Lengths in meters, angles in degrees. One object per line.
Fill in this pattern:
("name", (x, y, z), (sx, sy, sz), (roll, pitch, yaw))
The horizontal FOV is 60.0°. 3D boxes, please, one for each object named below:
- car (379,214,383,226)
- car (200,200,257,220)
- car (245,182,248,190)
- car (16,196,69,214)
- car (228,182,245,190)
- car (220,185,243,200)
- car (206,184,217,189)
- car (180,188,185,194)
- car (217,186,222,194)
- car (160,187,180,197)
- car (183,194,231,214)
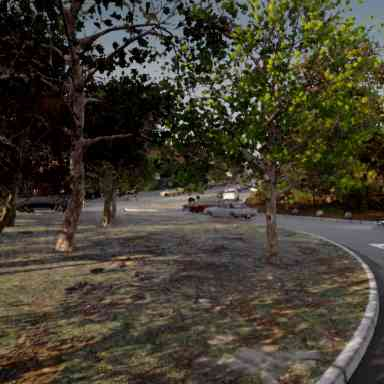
("car", (13.805, 1.505, 19.520), (4.892, 1.490, 1.837), (0, 1, 37))
("car", (3.099, 1.600, 28.116), (1.895, 1.301, 4.718), (0, 0, -39))
("car", (13.297, -1.210, 84.405), (1.994, 1.385, 4.181), (0, 3, 20))
("car", (-15.226, 1.216, 34.468), (5.566, 2.045, 2.150), (0, 0, -10))
("car", (9.831, -0.642, 74.942), (2.097, 1.767, 4.553), (0, 3, 20))
("car", (6.559, 0.447, 54.881), (2.150, 2.045, 5.566), (0, 4, 14))
("car", (4.556, -1.544, 94.719), (2.163, 1.488, 4.792), (0, 3, 20))
("car", (-3.032, -0.237, 73.706), (1.946, 1.575, 5.366), (0, 3, 20))
("car", (6.248, 0.182, 64.507), (1.837, 1.490, 4.892), (0, 4, 19))
("car", (-4.915, 0.097, 68.524), (1.946, 1.575, 5.366), (0, 3, 20))
("car", (1.227, 1.351, 34.029), (4.553, 1.767, 2.097), (0, 0, 37))
